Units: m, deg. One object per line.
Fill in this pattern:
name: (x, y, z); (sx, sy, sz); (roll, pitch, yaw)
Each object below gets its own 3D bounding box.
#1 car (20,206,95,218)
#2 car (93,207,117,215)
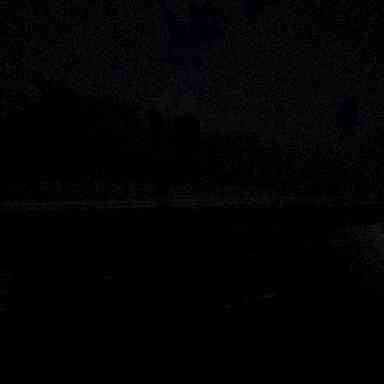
car: (-7.206, 1.568, 15.992); (4.181, 1.385, 1.994); (0, 0, -35)
car: (-7.196, 1.552, 20.269); (5.357, 1.411, 2.033); (0, 0, -35)
